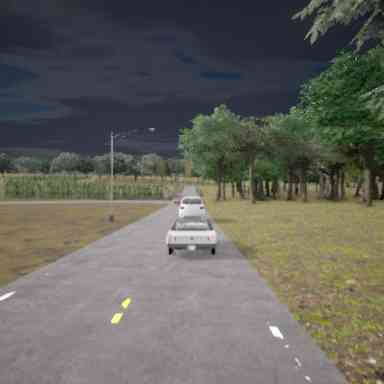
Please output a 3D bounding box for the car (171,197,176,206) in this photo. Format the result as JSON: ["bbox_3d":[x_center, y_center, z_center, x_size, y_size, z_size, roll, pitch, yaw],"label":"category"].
[{"bbox_3d":[-2.788,1.679,63.373,2.097,1.767,4.553,0,0,1],"label":"car"}]

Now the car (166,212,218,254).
[{"bbox_3d":[0.002,1.722,14.088,1.895,1.301,4.718,0,0,0],"label":"car"}]

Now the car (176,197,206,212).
[{"bbox_3d":[0.002,1.449,29.033,2.150,2.045,5.566,0,0,0],"label":"car"}]

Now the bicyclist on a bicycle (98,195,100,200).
[{"bbox_3d":[-23.448,1.418,84.033,0.582,1.620,1.656,0,1,-11],"label":"bicyclist on a bicycle"}]
